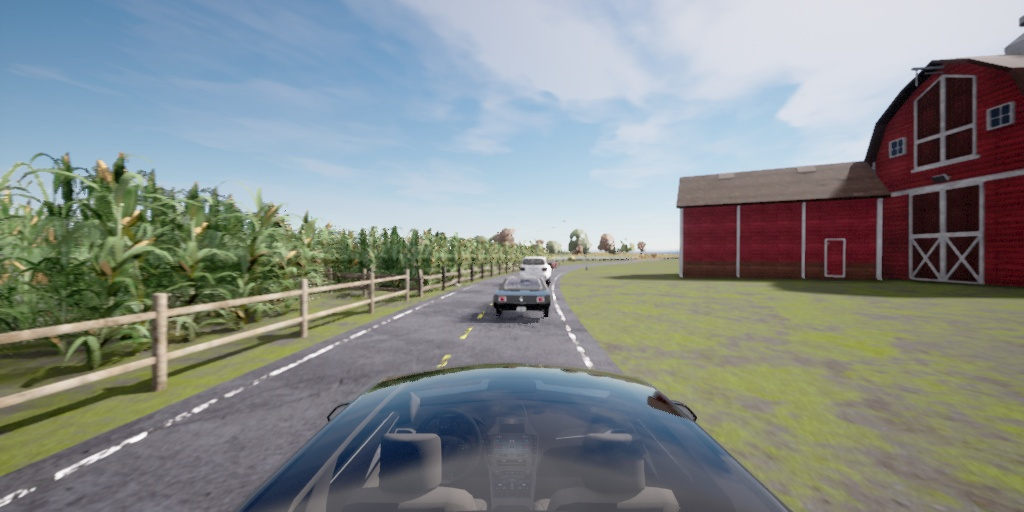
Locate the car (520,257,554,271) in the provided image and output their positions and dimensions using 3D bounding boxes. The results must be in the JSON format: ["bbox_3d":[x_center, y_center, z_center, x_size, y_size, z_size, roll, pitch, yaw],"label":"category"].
[{"bbox_3d":[1.896,1.089,27.889,2.150,2.045,5.566,0,0,8],"label":"car"}]

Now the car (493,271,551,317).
[{"bbox_3d":[0.476,1.410,13.587,1.895,1.301,4.718,0,0,4],"label":"car"}]

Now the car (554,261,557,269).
[{"bbox_3d":[6.389,1.420,61.047,1.882,1.535,5.008,0,0,18],"label":"car"}]
